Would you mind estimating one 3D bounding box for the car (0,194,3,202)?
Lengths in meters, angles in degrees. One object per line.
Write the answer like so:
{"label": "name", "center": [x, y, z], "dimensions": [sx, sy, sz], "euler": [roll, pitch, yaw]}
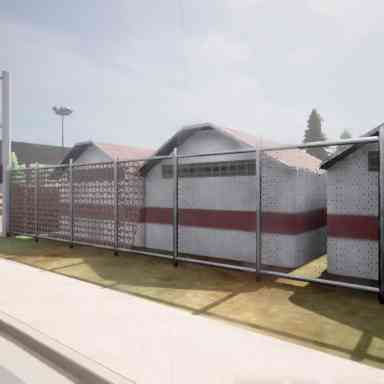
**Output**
{"label": "car", "center": [-22.540, 1.222, 40.007], "dimensions": [2.150, 2.045, 5.566], "euler": [0, 0, 37]}
